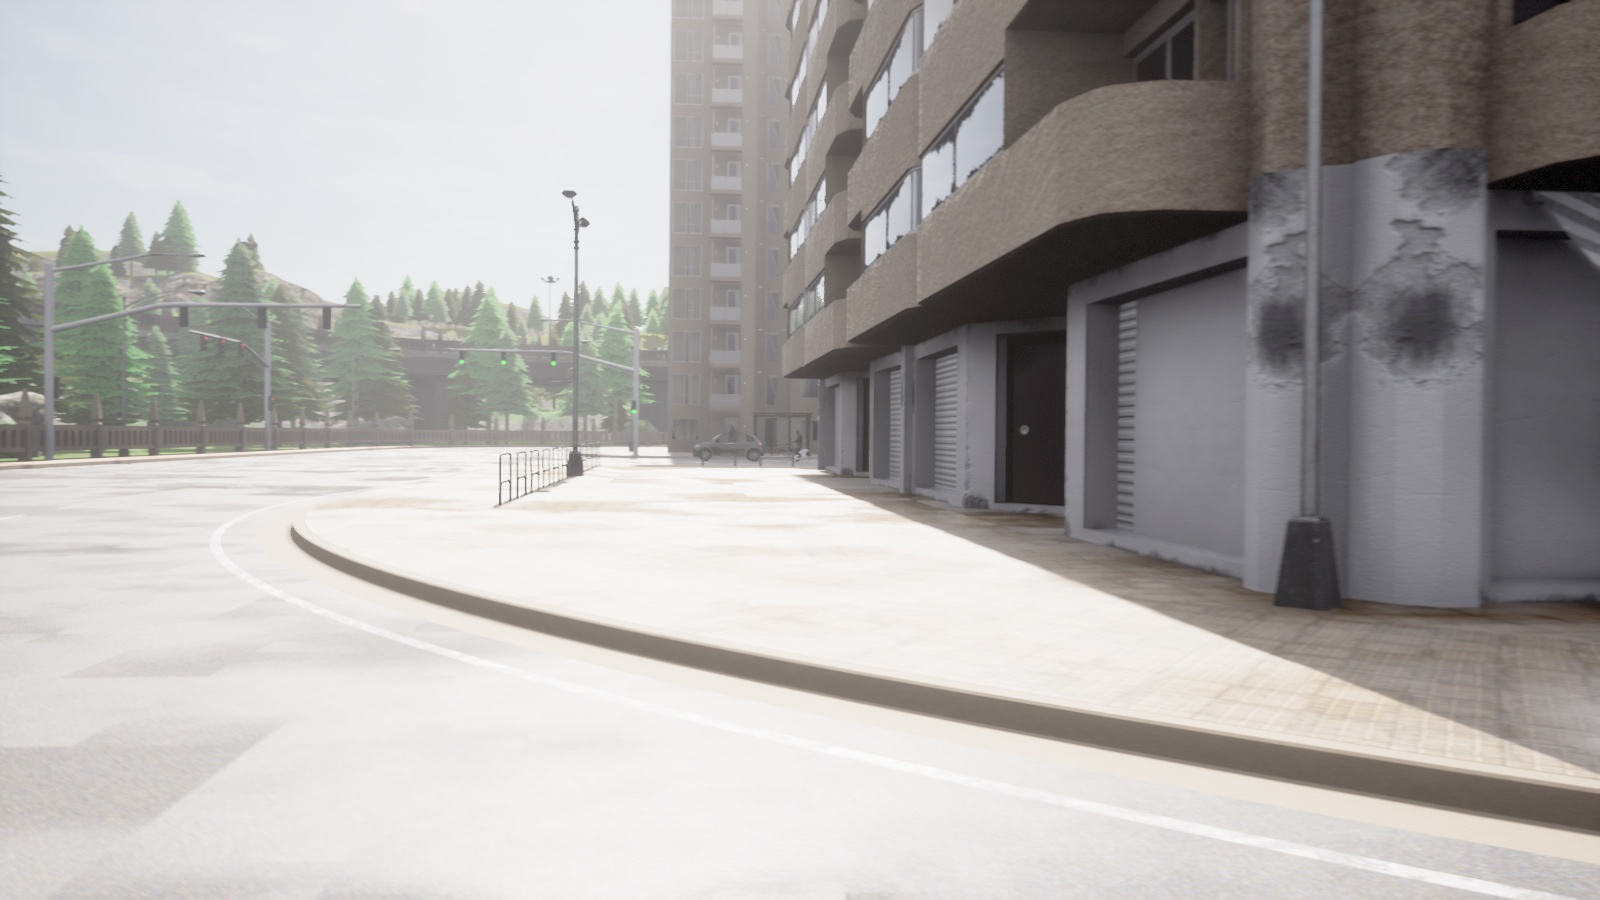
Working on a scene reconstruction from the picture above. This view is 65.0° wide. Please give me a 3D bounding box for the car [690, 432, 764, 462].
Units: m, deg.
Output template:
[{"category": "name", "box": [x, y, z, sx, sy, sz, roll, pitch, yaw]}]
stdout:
[{"category": "car", "box": [-4.077, -0.168, 69.861, 3.988, 1.617, 1.851, -1, 1, -6]}]
